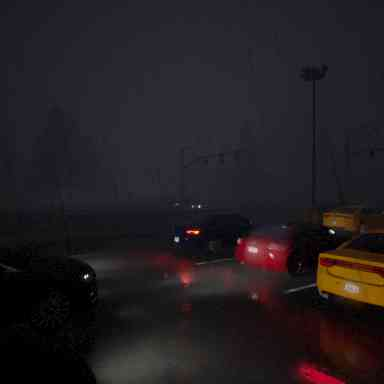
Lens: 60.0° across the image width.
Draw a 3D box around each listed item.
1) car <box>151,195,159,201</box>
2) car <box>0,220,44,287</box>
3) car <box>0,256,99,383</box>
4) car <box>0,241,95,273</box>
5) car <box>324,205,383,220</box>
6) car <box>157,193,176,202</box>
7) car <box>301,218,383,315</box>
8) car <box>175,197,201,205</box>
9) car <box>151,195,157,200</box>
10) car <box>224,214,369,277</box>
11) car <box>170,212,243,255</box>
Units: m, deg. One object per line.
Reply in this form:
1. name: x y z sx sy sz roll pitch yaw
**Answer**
1. car: -9.734 1.553 87.254 1.994 1.385 4.181 0 0 -10
2. car: -6.515 1.547 7.714 5.357 1.411 2.033 0 0 -35
3. car: -2.928 1.505 1.645 4.892 1.490 1.837 0 0 -35
4. car: -3.974 1.492 5.192 4.902 1.511 2.128 0 0 -35
5. car: 9.525 1.478 18.891 5.008 1.535 1.882 0 0 -35
6. car: -4.683 1.221 67.237 2.150 2.045 5.566 0 0 -21
7. car: 4.738 1.478 7.033 5.008 1.535 1.882 0 0 -35
8. car: -0.466 1.547 57.958 2.033 1.411 5.357 0 0 -27
9. car: -7.780 1.524 76.899 1.812 1.442 4.674 0 0 -17
10. car: 3.324 1.564 10.309 4.181 1.385 1.994 0 0 -35
11. car: 1.349 1.526 13.200 4.674 1.442 1.812 0 0 -35
